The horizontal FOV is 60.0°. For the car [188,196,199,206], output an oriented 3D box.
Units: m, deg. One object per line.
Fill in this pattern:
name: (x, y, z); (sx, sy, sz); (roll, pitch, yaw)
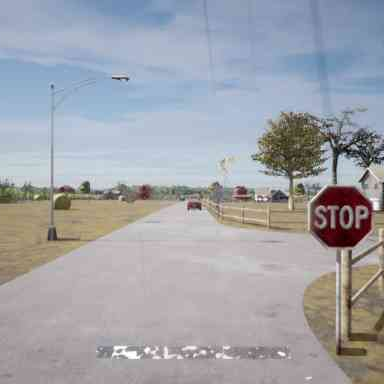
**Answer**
car: (0.371, 1.787, 70.863); (2.150, 2.045, 5.566); (0, -1, 0)

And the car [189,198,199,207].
car: (0.405, 1.939, 61.086); (1.837, 1.490, 4.892); (0, -1, 0)

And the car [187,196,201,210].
car: (0.334, 1.756, 46.967); (1.882, 1.535, 5.008); (0, -1, 0)
